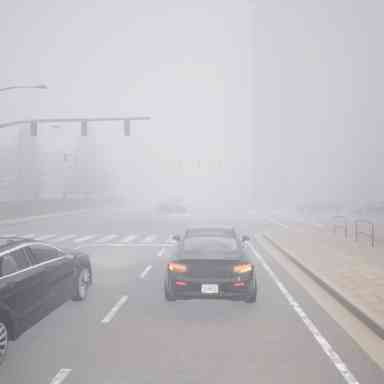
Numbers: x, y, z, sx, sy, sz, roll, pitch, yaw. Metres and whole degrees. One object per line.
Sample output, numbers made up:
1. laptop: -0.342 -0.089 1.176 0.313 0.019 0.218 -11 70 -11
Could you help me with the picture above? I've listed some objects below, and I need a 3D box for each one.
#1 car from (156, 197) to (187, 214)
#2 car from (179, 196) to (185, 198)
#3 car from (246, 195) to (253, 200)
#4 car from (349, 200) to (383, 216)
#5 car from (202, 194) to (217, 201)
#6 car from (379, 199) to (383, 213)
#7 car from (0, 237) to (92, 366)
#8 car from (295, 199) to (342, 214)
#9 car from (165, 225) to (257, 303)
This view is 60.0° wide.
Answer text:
1. car: -2.264 1.588 35.700 1.994 1.385 4.181 0 0 -29
2. car: -2.414 1.552 71.883 1.994 1.385 4.181 0 0 15
3. car: 16.805 1.524 90.126 4.674 1.442 1.812 0 0 -25
4. car: 18.082 1.560 32.787 4.892 1.490 1.837 0 0 2
5. car: 4.391 1.354 84.841 2.097 1.767 4.553 0 0 38
6. car: 23.296 1.533 36.070 5.008 1.535 1.882 0 0 3
7. car: -3.214 1.492 5.466 2.128 1.511 4.902 0 0 4
8. car: 13.828 1.560 36.493 4.892 1.490 1.837 0 0 3
9. car: 0.456 1.526 8.119 1.812 1.442 4.674 0 0 4
